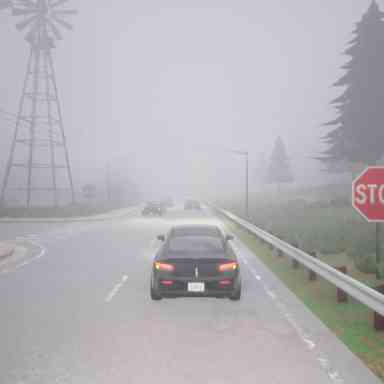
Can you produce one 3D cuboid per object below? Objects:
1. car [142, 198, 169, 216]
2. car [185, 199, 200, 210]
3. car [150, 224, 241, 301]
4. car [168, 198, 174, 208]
[{"bbox_3d":[-3.650,1.595,32.513,1.895,1.301,4.718,0,0,1],"label":"car"},{"bbox_3d":[0.067,1.556,42.734,1.994,1.385,4.181,0,0,0],"label":"car"},{"bbox_3d":[0.079,1.524,8.220,1.812,1.442,4.674,0,0,0],"label":"car"},{"bbox_3d":[-3.549,1.539,47.531,2.033,1.411,5.357,0,0,0],"label":"car"}]
